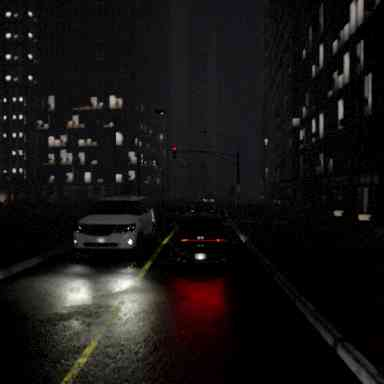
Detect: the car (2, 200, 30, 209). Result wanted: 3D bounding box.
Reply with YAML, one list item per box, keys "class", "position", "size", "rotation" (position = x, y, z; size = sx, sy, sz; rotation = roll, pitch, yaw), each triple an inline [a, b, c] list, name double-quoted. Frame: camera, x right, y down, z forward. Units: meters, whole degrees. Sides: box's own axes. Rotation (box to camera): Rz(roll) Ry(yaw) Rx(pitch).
- class: "car"
  position: [-25.826, 1.878, 50.450]
  size: [4.313, 1.339, 1.947]
  rotation: [-1, 1, 12]

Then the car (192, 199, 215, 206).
- class: "car"
  position: [0.901, 1.475, 25.535]
  size: [1.994, 1.385, 4.181]
  rotation: [0, 0, 4]

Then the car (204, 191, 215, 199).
- class: "car"
  position: [4.414, 0.845, 83.072]
  size: [2.150, 2.045, 5.566]
  rotation: [0, 0, 10]

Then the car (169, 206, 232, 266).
- class: "car"
  position: [0.305, 1.470, 11.429]
  size: [1.837, 1.490, 4.892]
  rotation: [0, 1, 2]

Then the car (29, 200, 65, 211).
- class: "car"
  position: [-16.586, 1.667, 39.895]
  size: [4.403, 1.369, 2.008]
  rotation: [-1, 1, 12]

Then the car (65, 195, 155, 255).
- class: "car"
  position: [-2.828, 1.176, 13.408]
  size: [2.150, 2.045, 5.566]
  rotation: [0, 0, 2]

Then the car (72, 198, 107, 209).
- class: "car"
  position: [-14.828, 1.676, 48.088]
  size: [4.403, 1.369, 2.008]
  rotation: [-1, 1, 12]
